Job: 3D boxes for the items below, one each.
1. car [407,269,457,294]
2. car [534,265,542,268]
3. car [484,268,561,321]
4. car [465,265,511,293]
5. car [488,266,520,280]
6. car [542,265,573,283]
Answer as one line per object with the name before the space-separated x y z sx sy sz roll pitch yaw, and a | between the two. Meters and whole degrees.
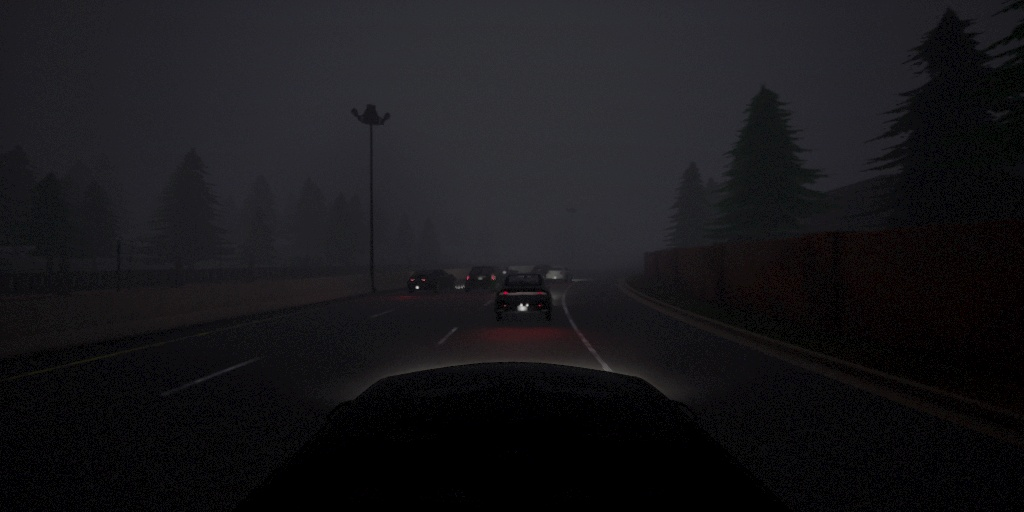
car | -5.121 1.586 23.403 1.837 1.490 4.892 -1 0 10
car | 3.654 1.722 40.886 1.837 1.490 4.892 -1 -1 22
car | 0.500 1.384 13.192 2.128 1.511 4.902 -1 -1 4
car | -1.516 1.398 23.620 2.097 1.767 4.553 -1 -1 11
car | -0.812 1.838 39.023 1.895 1.301 4.718 -1 -1 20
car | 4.340 1.630 32.628 1.812 1.442 4.674 -1 -1 17
